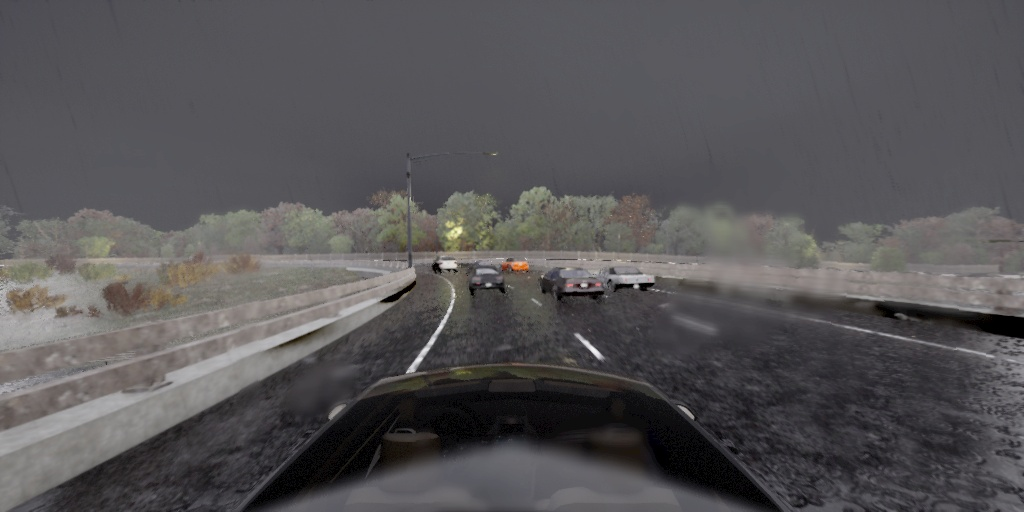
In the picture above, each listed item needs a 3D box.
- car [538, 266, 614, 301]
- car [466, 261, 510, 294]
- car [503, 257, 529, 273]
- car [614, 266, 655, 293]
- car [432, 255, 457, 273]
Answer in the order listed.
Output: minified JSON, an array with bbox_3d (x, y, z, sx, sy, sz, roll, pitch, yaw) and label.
[{"bbox_3d":[2.545,1.197,16.644,2.033,1.411,5.357,-1,0,-7],"label":"car"},{"bbox_3d":[-1.492,1.232,19.818,1.812,1.442,4.674,-1,0,-9],"label":"car"},{"bbox_3d":[0.209,0.949,40.634,2.097,1.767,4.553,-1,0,-20],"label":"car"},{"bbox_3d":[5.672,1.186,19.512,1.895,1.301,4.718,-1,0,-9],"label":"car"},{"bbox_3d":[-8.150,0.955,43.038,2.150,2.045,5.566,-1,0,-22],"label":"car"}]
